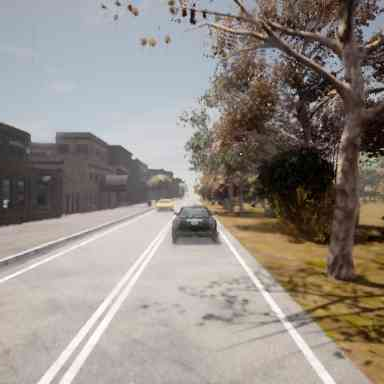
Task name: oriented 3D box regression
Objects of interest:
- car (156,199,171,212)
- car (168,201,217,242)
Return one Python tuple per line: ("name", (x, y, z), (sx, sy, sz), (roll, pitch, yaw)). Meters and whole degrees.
("car", (-3.277, 1.657, 40.959), (1.882, 1.535, 5.008), (0, 0, 0))
("car", (0.114, 1.414, 16.978), (2.097, 1.767, 4.553), (0, 0, 0))
